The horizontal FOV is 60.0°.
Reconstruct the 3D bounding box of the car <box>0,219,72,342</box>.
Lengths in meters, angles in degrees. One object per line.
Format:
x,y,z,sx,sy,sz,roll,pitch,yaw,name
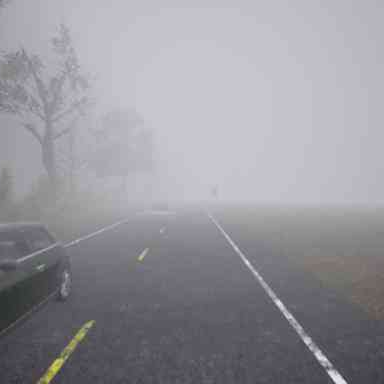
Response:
-3.600,1.349,5.195,2.097,1.767,4.553,0,0,0,car

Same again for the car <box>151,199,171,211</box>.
-3.583,1.526,39.053,1.994,1.385,4.181,0,0,0,car
